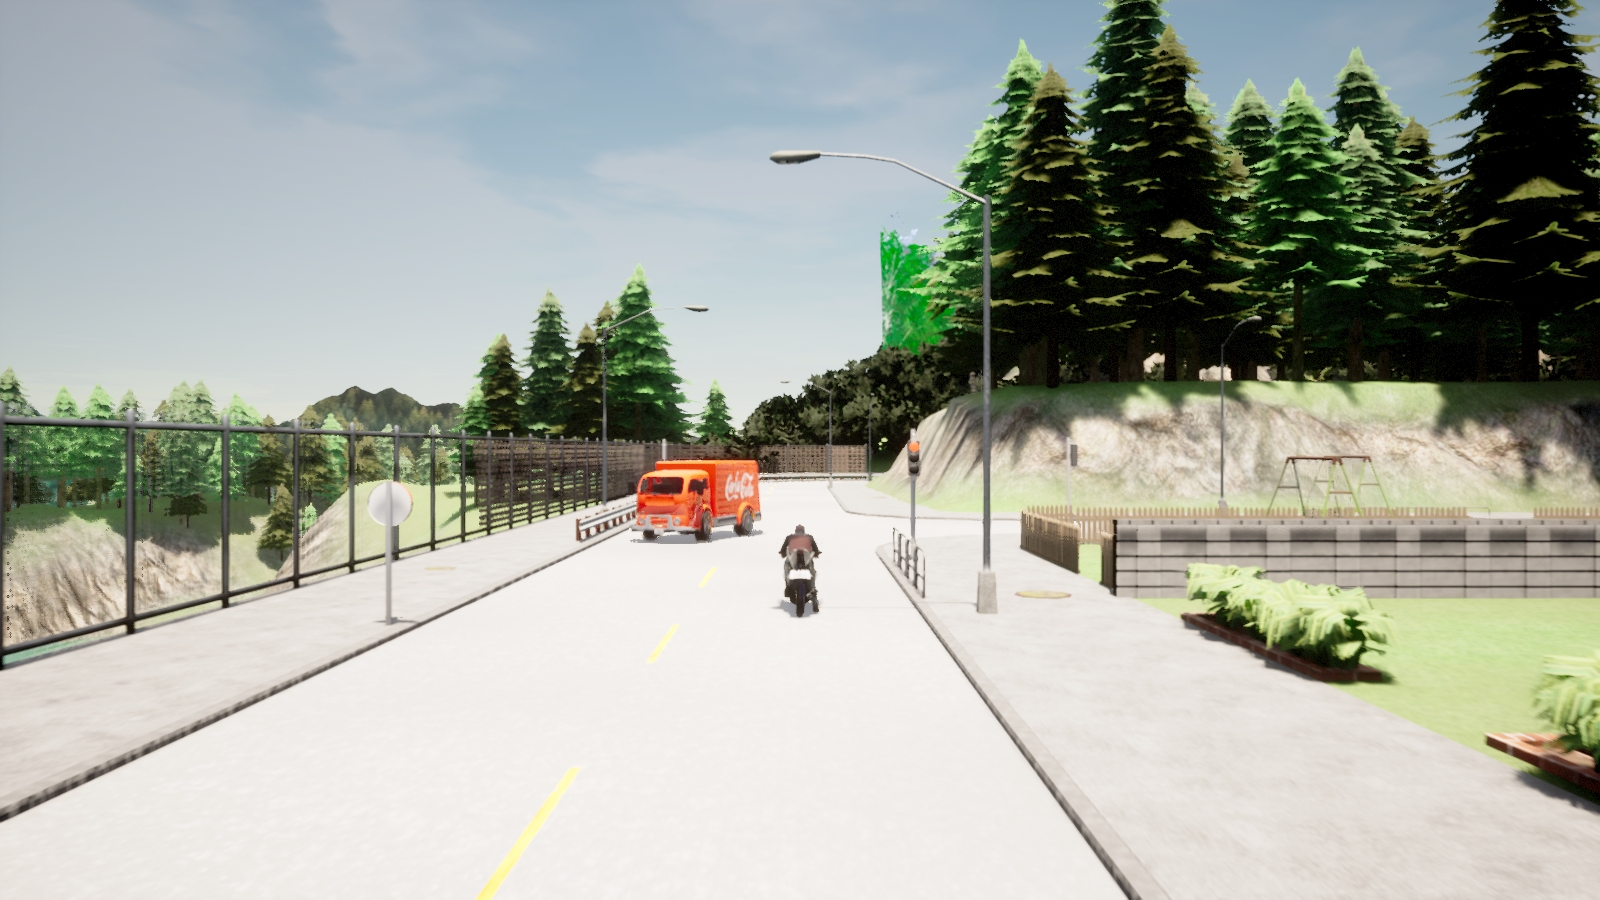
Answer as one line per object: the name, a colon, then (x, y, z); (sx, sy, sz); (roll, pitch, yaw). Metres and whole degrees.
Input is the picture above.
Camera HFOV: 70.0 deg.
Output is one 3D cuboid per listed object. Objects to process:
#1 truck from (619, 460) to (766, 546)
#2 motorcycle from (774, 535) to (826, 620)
truck: (-3.268, 1.566, 36.124); (2.627, 2.467, 5.204); (0, 0, 20)
motorcycle: (0.000, 2.205, 20.093); (0.867, 1.251, 2.209); (0, 0, 0)
